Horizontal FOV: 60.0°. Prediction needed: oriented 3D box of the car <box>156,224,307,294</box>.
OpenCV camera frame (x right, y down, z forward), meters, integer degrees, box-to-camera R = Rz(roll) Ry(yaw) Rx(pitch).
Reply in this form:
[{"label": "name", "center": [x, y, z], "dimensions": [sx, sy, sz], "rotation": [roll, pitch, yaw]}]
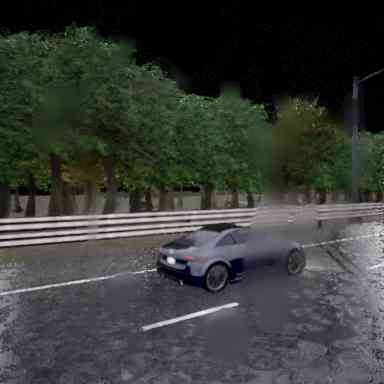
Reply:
[{"label": "car", "center": [1.147, 1.554, 8.873], "dimensions": [4.181, 1.385, 1.994], "rotation": [0, 0, -36]}]
